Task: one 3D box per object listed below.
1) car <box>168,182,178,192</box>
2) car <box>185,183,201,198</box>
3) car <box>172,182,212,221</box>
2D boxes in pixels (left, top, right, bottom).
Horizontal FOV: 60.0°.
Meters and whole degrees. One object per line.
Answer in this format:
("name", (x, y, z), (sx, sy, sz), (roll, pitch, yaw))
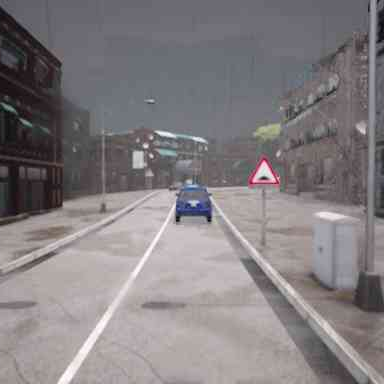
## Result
("car", (-2.012, -0.793, 49.420), (1.994, 1.385, 4.181), (1, 3, 17))
("car", (0.136, -0.218, 39.563), (1.812, 1.442, 4.674), (0, 4, 1))
("car", (0.093, 0.648, 21.336), (2.150, 2.045, 5.566), (0, 3, 0))
